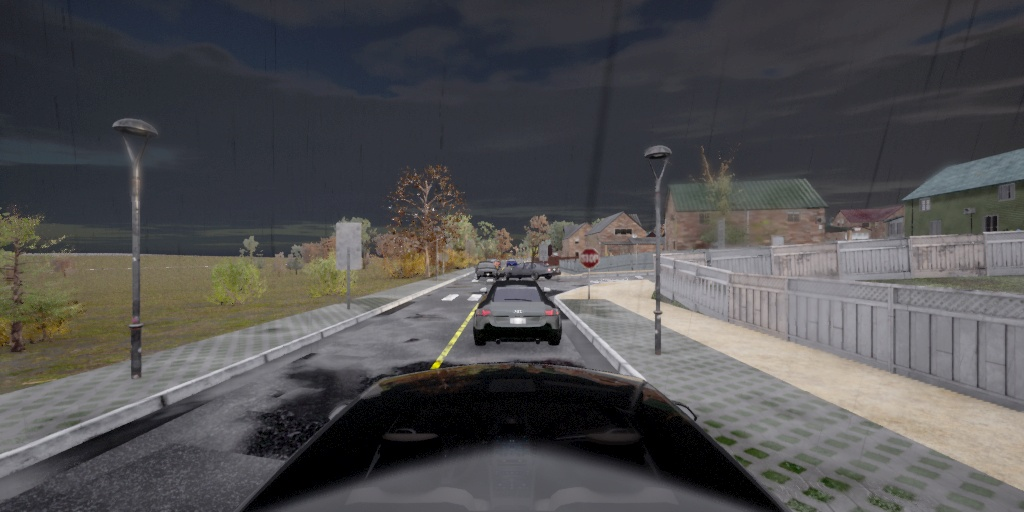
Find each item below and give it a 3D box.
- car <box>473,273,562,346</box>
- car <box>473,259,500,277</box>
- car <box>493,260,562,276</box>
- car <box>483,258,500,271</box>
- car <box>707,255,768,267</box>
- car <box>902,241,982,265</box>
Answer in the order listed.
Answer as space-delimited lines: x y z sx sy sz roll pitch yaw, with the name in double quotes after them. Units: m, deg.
0.096 1.313 9.439 1.994 1.385 4.181 0 0 -1 "car"
-2.273 1.258 31.363 1.837 1.490 4.892 0 0 -8 "car"
1.316 1.198 28.455 5.357 1.411 2.033 -4 -3 43 "car"
-2.885 1.121 51.181 2.097 1.767 4.553 0 0 1 "car"
14.371 0.413 22.841 4.181 1.385 1.994 -3 0 16 "car"
23.874 -0.208 20.426 4.902 1.511 2.128 -3 0 14 "car"
